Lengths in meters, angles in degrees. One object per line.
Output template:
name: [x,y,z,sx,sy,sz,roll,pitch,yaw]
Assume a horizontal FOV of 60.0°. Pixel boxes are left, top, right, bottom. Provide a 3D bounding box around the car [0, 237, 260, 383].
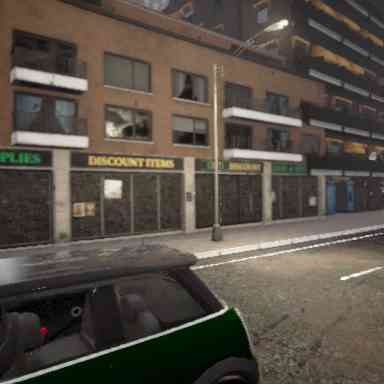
car: [-1.641,1.360,2.546,4.553,1.767,2.097,-1,0,-36]
